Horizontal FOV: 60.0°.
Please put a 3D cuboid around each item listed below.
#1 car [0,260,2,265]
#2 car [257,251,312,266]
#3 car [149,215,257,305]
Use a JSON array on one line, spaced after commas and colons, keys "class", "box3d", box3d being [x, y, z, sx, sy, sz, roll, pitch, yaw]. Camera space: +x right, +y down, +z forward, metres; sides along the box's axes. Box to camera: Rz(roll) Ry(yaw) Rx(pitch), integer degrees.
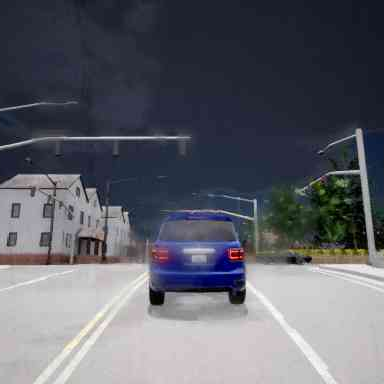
[{"class": "car", "box3d": [-20.123, 6.768, 29.833, 5.566, 2.045, 2.150, -8, -12, -1]}, {"class": "car", "box3d": [8.076, 5.926, 29.658, 4.718, 1.301, 1.895, 0, -12, 1]}, {"class": "car", "box3d": [0.084, 1.762, 9.324, 2.150, 2.045, 5.566, 0, -7, -1]}]
